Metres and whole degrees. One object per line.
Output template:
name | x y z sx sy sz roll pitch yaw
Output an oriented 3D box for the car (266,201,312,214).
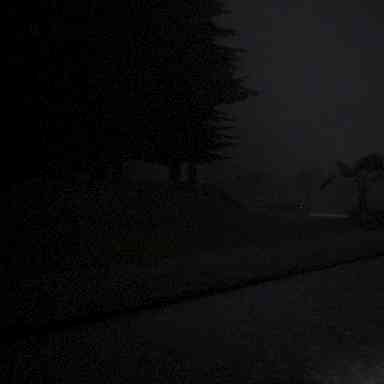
car | 10.330 1.611 35.573 1.895 1.301 4.718 0 0 -35
